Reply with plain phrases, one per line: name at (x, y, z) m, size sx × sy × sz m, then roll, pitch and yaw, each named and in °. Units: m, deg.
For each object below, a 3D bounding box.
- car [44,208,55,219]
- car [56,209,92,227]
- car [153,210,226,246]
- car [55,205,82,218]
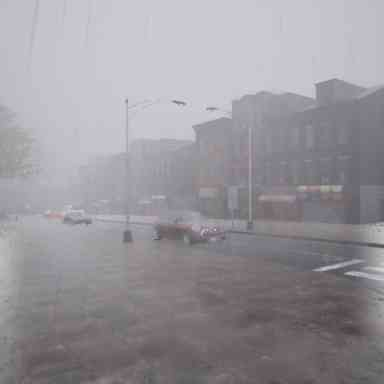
car at (-22.713, 3.480, 54.297) m, size 2.097 × 1.767 × 4.553 m, roll 0°, pitch -2°, yaw -36°
car at (-11.893, 2.732, 34.060) m, size 2.033 × 1.411 × 5.357 m, roll 0°, pitch -2°, yaw -35°
car at (-0.252, 1.772, 17.693) m, size 2.097 × 1.767 × 4.553 m, roll 0°, pitch -2°, yaw -35°
car at (-16.589, 2.895, 45.705) m, size 2.150 × 2.045 × 5.566 m, roll 0°, pitch -2°, yaw -35°
